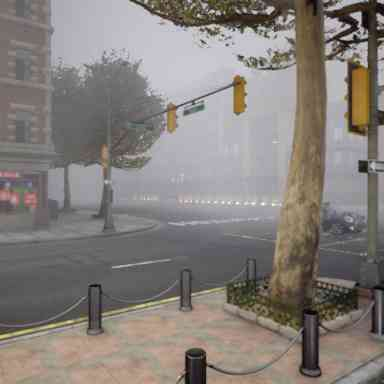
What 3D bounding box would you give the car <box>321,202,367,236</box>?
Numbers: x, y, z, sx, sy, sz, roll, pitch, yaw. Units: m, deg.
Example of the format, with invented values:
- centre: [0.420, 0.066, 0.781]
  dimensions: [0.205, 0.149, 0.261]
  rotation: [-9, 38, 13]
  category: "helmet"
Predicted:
- centre: [7.306, 1.337, 18.460]
  dimensions: [2.097, 1.767, 4.553]
  rotation: [0, 0, -36]
  category: "car"
